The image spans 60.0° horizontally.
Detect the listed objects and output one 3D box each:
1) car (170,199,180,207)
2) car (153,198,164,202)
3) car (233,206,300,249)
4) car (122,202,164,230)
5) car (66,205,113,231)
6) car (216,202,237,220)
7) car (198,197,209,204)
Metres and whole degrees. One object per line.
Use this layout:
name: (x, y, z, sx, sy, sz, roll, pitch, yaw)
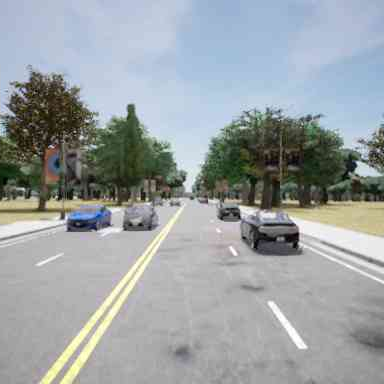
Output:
car: (-3.261, 2.013, 63.950, 2.128, 1.511, 4.902, 0, -1, 1)
car: (-6.510, 2.015, 63.950, 1.837, 1.490, 4.892, 0, -1, 1)
car: (3.351, 1.584, 14.985, 2.128, 1.511, 4.902, 0, 0, 0)
car: (-3.346, 1.634, 22.167, 2.128, 1.511, 4.902, 0, 0, 0)
car: (-6.598, 1.617, 21.821, 1.882, 1.535, 5.008, 0, 0, 0)
car: (3.353, 1.711, 30.807, 1.837, 1.490, 4.892, 0, 0, 0)
car: (3.259, 2.294, 86.394, 1.812, 1.442, 4.674, 0, -1, 0)
